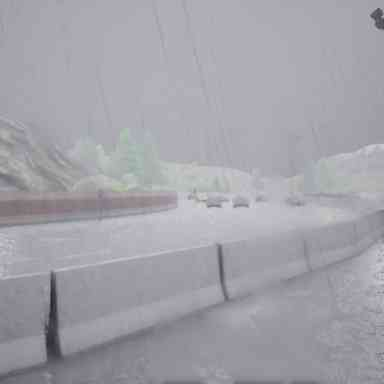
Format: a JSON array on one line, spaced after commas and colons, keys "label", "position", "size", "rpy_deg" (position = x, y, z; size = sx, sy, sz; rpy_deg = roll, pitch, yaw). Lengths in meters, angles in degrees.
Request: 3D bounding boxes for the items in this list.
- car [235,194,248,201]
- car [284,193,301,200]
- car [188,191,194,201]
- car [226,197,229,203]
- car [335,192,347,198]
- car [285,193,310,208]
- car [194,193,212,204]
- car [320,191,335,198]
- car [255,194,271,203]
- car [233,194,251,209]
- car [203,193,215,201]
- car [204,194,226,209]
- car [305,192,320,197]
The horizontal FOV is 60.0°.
[{"label": "car", "position": [11.059, 1.195, 74.931], "size": [1.994, 1.385, 4.181], "rpy_deg": [-1, 0, -6]}, {"label": "car", "position": [21.875, 0.939, 72.602], "size": [1.895, 1.301, 4.718], "rpy_deg": [-1, 0, -6]}, {"label": "car", "position": [0.347, 0.882, 76.248], "size": [2.150, 2.045, 5.566], "rpy_deg": [-1, 0, -6]}, {"label": "car", "position": [5.523, 1.331, 60.802], "size": [1.994, 1.385, 4.181], "rpy_deg": [-1, 0, -6]}, {"label": "car", "position": [32.314, 0.739, 73.717], "size": [2.128, 1.511, 4.902], "rpy_deg": [-1, 0, -6]}, {"label": "car", "position": [13.337, 1.242, 42.813], "size": [1.837, 1.490, 4.892], "rpy_deg": [0, 0, 5]}, {"label": "car", "position": [2.009, 1.288, 60.729], "size": [1.882, 1.535, 5.008], "rpy_deg": [-1, 0, -6]}, {"label": "car", "position": [28.837, 0.613, 73.305], "size": [2.097, 1.767, 4.553], "rpy_deg": [-1, 0, -6]}, {"label": "car", "position": [12.698, 1.177, 59.528], "size": [2.128, 1.511, 4.902], "rpy_deg": [-1, 0, -6]}, {"label": "car", "position": [6.253, 1.331, 42.004], "size": [1.837, 1.490, 4.892], "rpy_deg": [0, 0, 6]}, {"label": "car", "position": [3.907, 1.035, 75.919], "size": [2.097, 1.767, 4.553], "rpy_deg": [-1, 0, -6]}, {"label": "car", "position": [2.988, 1.407, 43.159], "size": [2.033, 1.411, 5.357], "rpy_deg": [-1, 0, 5]}, {"label": "car", "position": [25.357, 0.826, 72.954], "size": [2.128, 1.511, 4.902], "rpy_deg": [-1, 0, -6]}]
